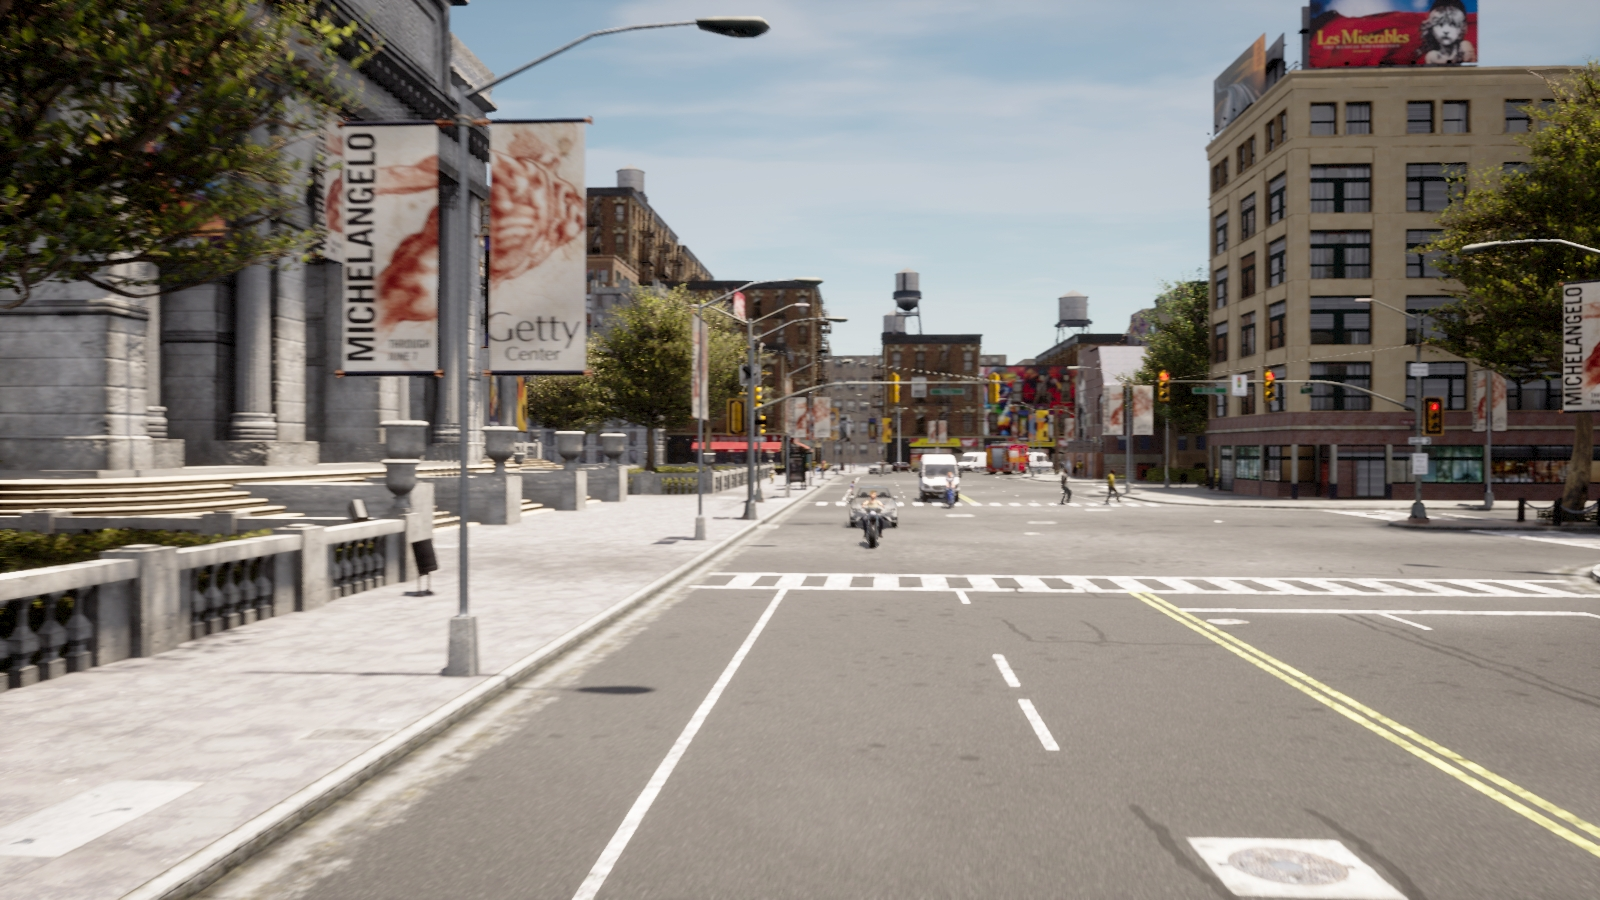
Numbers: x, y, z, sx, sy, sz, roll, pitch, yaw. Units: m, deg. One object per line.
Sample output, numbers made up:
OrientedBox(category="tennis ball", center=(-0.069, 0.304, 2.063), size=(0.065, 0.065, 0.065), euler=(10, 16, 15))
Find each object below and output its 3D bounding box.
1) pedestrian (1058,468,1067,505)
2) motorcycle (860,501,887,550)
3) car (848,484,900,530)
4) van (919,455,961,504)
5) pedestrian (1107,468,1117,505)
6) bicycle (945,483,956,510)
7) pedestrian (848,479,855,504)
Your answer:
OrientedBox(category="pedestrian", center=(13.339, 1.860, 58.074), size=(0.375, 1.860, 0.375), euler=(0, 0, -3))
OrientedBox(category="motorcycle", center=(2.131, 2.171, 33.203), size=(0.764, 1.277, 2.356), euler=(0, 0, 4))
OrientedBox(category="car", center=(2.734, 2.068, 42.321), size=(1.816, 1.474, 4.193), euler=(0, 0, 4))
OrientedBox(category="van", center=(7.618, 1.541, 62.673), size=(1.988, 2.561, 5.915), euler=(0, 0, 4))
OrientedBox(category="pedestrian", center=(15.957, 1.861, 58.380), size=(0.375, 1.860, 0.375), euler=(0, 0, -10))
OrientedBox(category="bicycle", center=(7.110, 2.212, 54.103), size=(0.373, 1.196, 1.643), euler=(0, 0, 3))
OrientedBox(category="pedestrian", center=(2.679, 2.131, 59.147), size=(0.375, 1.300, 0.375), euler=(0, 0, 3))
